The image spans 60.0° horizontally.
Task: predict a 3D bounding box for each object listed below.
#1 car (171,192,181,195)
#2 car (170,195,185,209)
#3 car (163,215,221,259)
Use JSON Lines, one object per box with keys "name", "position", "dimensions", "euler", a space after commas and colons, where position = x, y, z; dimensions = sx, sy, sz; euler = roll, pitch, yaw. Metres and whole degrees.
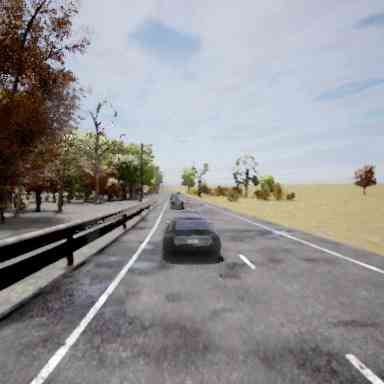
{"name": "car", "position": [-3.990, 1.349, 79.157], "dimensions": [2.097, 1.767, 4.553], "euler": [0, 0, -3]}
{"name": "car", "position": [-2.054, 1.500, 46.236], "dimensions": [2.128, 1.511, 4.902], "euler": [0, 0, -3]}
{"name": "car", "position": [-0.085, 1.575, 12.769], "dimensions": [1.994, 1.385, 4.181], "euler": [0, 0, -3]}
